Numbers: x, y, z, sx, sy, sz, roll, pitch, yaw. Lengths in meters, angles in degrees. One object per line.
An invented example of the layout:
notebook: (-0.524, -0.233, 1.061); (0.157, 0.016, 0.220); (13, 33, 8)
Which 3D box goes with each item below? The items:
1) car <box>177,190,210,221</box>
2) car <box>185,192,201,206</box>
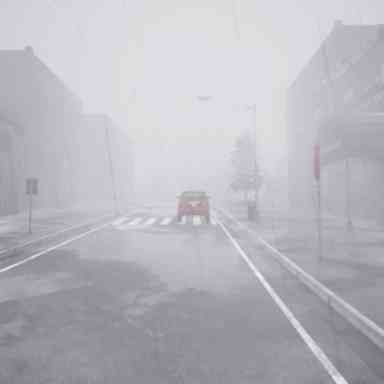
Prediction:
car: (0.116, 0.888, 23.770); (2.150, 2.045, 5.566); (0, 1, 0)
car: (0.127, 0.808, 42.352); (1.882, 1.535, 5.008); (0, 1, 0)
